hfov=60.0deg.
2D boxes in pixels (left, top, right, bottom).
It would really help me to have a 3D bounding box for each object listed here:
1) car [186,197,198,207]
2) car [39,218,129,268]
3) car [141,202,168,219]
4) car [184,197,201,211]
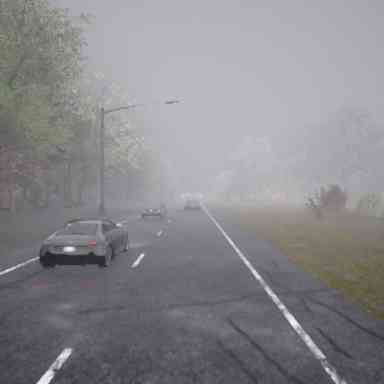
[{"bbox_3d":[-0.014,1.509,50.359,1.812,1.442,4.674,0,0,0],"label":"car"},{"bbox_3d":[-3.406,1.559,11.241,1.994,1.385,4.181,0,0,0],"label":"car"},{"bbox_3d":[-3.201,1.536,29.097,2.033,1.411,5.357,0,0,2],"label":"car"},{"bbox_3d":[0.083,1.549,40.094,1.994,1.385,4.181,0,0,0],"label":"car"}]
